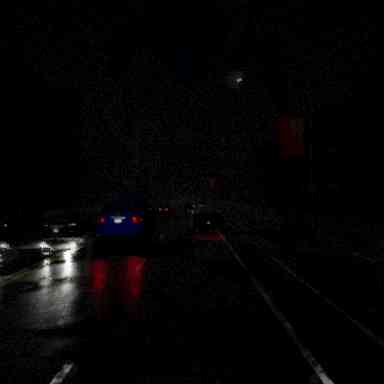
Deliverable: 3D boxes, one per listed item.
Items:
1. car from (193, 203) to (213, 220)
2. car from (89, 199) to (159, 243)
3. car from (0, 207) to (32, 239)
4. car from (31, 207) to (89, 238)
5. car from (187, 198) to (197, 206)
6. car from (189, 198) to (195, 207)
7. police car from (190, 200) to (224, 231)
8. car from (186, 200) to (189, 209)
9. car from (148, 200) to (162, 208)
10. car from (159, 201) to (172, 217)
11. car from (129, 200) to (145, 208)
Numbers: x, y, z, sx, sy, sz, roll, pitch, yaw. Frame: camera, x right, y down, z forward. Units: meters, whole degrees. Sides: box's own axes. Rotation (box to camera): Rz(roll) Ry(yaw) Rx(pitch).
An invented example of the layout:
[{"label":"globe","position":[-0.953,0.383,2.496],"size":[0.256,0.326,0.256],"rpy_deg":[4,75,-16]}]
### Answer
[{"label":"car","position":[0.975,1.778,31.767],"size":[1.812,1.442,4.674],"rpy_deg":[0,-1,0]},{"label":"car","position":[-3.152,1.350,16.835],"size":[2.150,2.045,5.566],"rpy_deg":[0,0,0]},{"label":"car","position":[-9.849,1.632,18.372],"size":[2.128,1.511,4.902],"rpy_deg":[0,0,0]},{"label":"car","position":[-6.599,1.633,18.579],"size":[2.128,1.511,4.902],"rpy_deg":[0,0,0]},{"label":"car","position":[0.001,2.172,73.613],"size":[2.128,1.511,4.902],"rpy_deg":[0,-1,0]},{"label":"car","position":[0.974,1.670,37.741],"size":[2.097,1.767,4.553],"rpy_deg":[0,-1,0]},{"label":"police car","position":[0.975,1.593,21.877],"size":[1.930,1.638,5.238],"rpy_deg":[0,0,0]},{"label":"car","position":[0.001,2.086,56.557],"size":[1.812,1.442,4.674],"rpy_deg":[0,-1,0]},{"label":"car","position":[-6.546,2.163,59.592],"size":[1.994,1.385,4.181],"rpy_deg":[0,-1,1]},{"label":"car","position":[-3.152,1.840,35.521],"size":[2.033,1.411,5.357],"rpy_deg":[0,-1,0]},{"label":"car","position":[-9.796,2.163,59.592],"size":[1.994,1.385,4.181],"rpy_deg":[0,-1,1]}]
